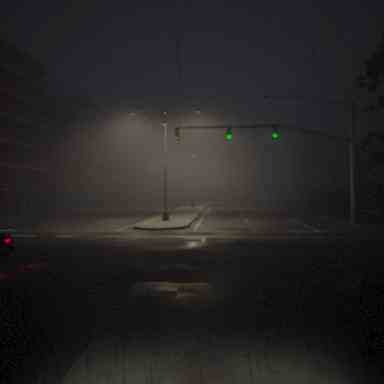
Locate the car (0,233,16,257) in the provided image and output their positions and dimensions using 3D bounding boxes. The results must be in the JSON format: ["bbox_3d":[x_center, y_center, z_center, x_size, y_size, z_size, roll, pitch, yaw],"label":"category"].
[{"bbox_3d":[-8.416,1.629,10.753,5.357,1.411,2.033,-1,0,17],"label":"car"}]
